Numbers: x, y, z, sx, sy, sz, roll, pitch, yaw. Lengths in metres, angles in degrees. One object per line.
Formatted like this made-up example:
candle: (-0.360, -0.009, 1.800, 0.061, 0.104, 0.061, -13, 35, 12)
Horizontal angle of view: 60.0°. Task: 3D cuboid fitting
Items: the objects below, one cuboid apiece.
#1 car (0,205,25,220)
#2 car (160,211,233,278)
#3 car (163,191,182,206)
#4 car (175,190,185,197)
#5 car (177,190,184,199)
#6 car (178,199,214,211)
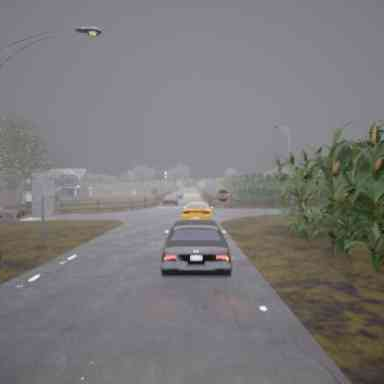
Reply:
car: (-17.667, 1.859, 30.541, 4.181, 1.385, 1.994, -1, 1, 0)
car: (0.106, 1.548, 10.121, 2.033, 1.411, 5.357, 0, 0, 0)
car: (-2.856, 1.050, 45.990, 1.882, 1.535, 5.008, 0, 1, 1)
car: (-2.718, 0.304, 74.292, 2.033, 1.411, 5.357, 0, 2, 0)
car: (-2.763, 0.647, 62.029, 1.882, 1.535, 5.008, 0, 2, 1)
car: (0.426, 1.379, 22.289, 1.882, 1.535, 5.008, 0, 1, 4)
